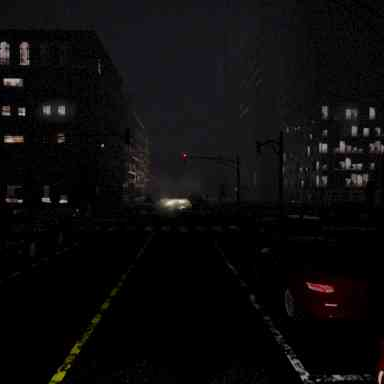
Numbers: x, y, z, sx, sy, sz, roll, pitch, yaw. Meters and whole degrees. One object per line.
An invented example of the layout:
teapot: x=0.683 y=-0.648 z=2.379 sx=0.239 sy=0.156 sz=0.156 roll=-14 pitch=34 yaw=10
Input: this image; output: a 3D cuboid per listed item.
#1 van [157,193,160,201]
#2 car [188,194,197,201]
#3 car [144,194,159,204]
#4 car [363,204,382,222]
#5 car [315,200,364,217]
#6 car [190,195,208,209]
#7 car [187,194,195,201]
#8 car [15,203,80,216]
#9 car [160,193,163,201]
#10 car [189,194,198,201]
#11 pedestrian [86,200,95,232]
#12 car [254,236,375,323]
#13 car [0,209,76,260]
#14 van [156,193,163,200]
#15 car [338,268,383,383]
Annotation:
van: x=-7.980 y=1.276 z=67.275 sx=1.690 sy=1.788 sz=3.998 roll=-1 pitch=0 yaw=-2
car: x=-0.020 y=1.353 z=78.876 sx=1.967 sy=1.590 sz=4.097 roll=-1 pitch=0 yaw=-2
car: x=-7.785 y=1.510 z=61.632 sx=1.947 sy=1.339 sz=4.313 roll=-1 pitch=0 yaw=-2
car: x=15.886 y=1.690 z=25.198 sx=4.403 sy=1.369 sz=2.008 roll=0 pitch=1 yaw=-1
car: x=14.084 y=1.543 z=31.078 sx=4.892 sy=1.490 sz=1.837 roll=0 pitch=1 yaw=-1
car: x=1.132 y=1.513 z=45.021 sx=1.887 sy=1.381 sz=4.507 roll=-1 pitch=0 yaw=-2
car: x=-0.206 y=1.341 z=84.519 sx=1.967 sy=1.590 sz=4.097 roll=-1 pitch=0 yaw=-2
car: x=-11.615 y=1.577 z=26.902 sx=4.718 sy=1.301 sz=1.895 roll=0 pitch=0 yaw=6
car: x=-8.361 y=1.458 z=78.560 sx=1.887 sy=1.381 sz=4.507 roll=-1 pitch=0 yaw=-2
car: x=0.939 y=1.401 z=50.664 sx=1.967 sy=1.590 sz=4.097 roll=-1 pitch=0 yaw=-2
pedestrian: x=-5.702 y=1.286 z=18.520 sx=0.375 sy=1.860 sz=0.375 roll=-1 pitch=1 yaw=-2
car: x=2.460 y=1.579 z=6.981 sx=1.802 sy=1.307 sz=4.206 roll=-1 pitch=0 yaw=-2
car: x=-6.105 y=1.546 z=12.236 sx=2.008 sy=1.369 sz=4.403 roll=-1 pitch=0 yaw=-2
van: x=-8.747 y=1.229 z=89.847 sx=1.690 sy=1.788 sz=3.998 roll=-1 pitch=0 yaw=-2
car: x=2.649 y=1.544 z=1.403 sx=1.887 sy=1.381 sz=4.507 roll=-1 pitch=0 yaw=-2
